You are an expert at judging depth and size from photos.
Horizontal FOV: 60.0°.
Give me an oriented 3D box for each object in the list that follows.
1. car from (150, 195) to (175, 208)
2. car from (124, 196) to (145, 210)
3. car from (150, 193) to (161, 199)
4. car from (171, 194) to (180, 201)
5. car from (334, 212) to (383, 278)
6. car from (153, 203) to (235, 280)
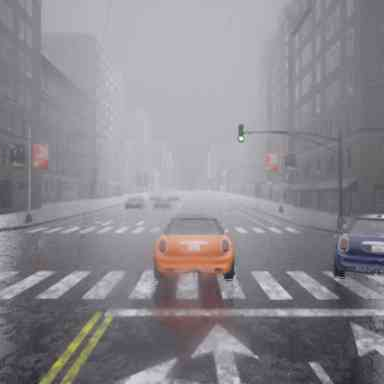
[{"bbox_3d":[-3.386,1.401,39.081,1.895,1.301,4.718,0,1,0],"label":"car"},{"bbox_3d":[-6.634,1.305,38.999,1.837,1.490,4.892,0,1,0],"label":"car"},{"bbox_3d":[-6.574,0.932,61.288,1.882,1.535,5.008,0,1,0],"label":"car"},{"bbox_3d":[-3.320,1.014,61.562,1.994,1.385,4.181,0,1,0],"label":"car"},{"bbox_3d":[5.589,1.423,9.855,2.097,1.767,4.553,0,-1,31],"label":"car"},{"bbox_3d":[0.060,1.407,10.338,2.097,1.767,4.553,0,0,0],"label":"car"}]
